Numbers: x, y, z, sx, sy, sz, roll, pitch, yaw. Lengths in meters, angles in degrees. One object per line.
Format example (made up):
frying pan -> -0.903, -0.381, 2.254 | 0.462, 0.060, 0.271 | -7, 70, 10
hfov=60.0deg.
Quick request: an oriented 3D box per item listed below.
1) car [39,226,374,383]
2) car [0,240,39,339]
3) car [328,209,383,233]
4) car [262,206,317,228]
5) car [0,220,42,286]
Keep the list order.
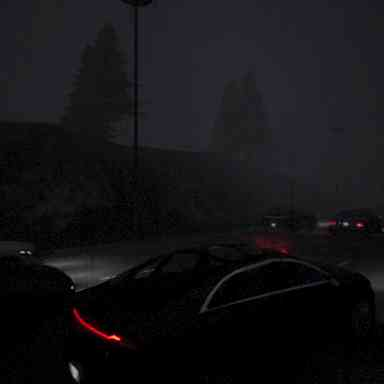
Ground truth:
car -> 0.771, 1.511, 4.698 | 4.902, 1.511, 2.128 | 0, 0, -38
car -> -4.557, 1.576, 4.899 | 5.357, 1.411, 2.033 | 0, 0, -35
car -> 9.005, 1.613, 18.112 | 2.033, 1.411, 5.357 | 0, 0, 38
car -> 5.946, 1.570, 19.932 | 2.128, 1.511, 4.902 | 0, 0, 39
car -> -6.312, 1.569, 8.011 | 4.674, 1.442, 1.812 | 0, 0, -35
